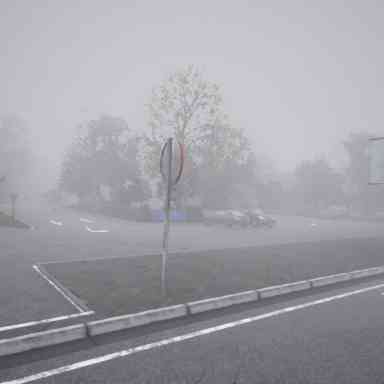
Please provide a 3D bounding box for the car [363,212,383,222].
[{"bbox_3d":[25.351,3.397,44.389,2.002,1.452,4.674,3,-2,-35],"label":"car"}]

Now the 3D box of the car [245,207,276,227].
[{"bbox_3d":[5.467,2.211,30.407,2.185,1.767,4.553,3,-2,-35],"label":"car"}]

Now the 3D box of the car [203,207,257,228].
[{"bbox_3d":[2.915,2.245,28.518,2.002,1.452,4.674,3,-2,-36],"label":"car"}]
